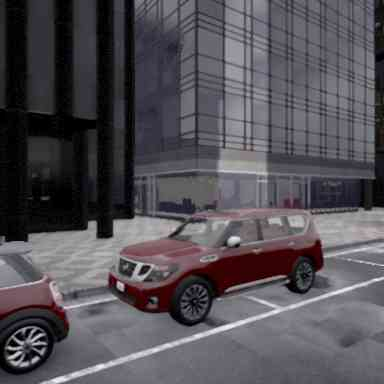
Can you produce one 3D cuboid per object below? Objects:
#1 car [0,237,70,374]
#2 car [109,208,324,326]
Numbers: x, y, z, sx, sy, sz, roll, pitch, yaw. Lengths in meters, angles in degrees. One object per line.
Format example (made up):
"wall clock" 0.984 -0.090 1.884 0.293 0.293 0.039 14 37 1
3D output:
"car" -3.755 1.442 3.968 4.097 1.590 1.967 0 0 -36
"car" 0.810 1.308 7.228 5.009 1.841 2.192 0 0 -36
